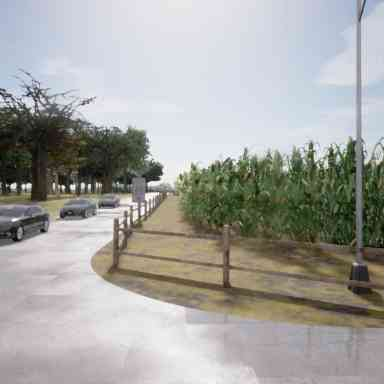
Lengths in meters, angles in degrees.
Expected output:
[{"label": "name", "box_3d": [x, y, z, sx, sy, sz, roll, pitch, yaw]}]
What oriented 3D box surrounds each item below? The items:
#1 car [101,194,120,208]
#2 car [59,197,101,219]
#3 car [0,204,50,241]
[{"label": "car", "box_3d": [-9.262, 0.994, 37.344, 1.837, 1.490, 4.892, 1, 2, -3]}, {"label": "car", "box_3d": [-8.798, 1.211, 26.050, 1.837, 1.490, 4.892, 1, 1, -3]}, {"label": "car", "box_3d": [-8.365, 1.353, 15.739, 1.837, 1.490, 4.892, 1, 1, -3]}]
